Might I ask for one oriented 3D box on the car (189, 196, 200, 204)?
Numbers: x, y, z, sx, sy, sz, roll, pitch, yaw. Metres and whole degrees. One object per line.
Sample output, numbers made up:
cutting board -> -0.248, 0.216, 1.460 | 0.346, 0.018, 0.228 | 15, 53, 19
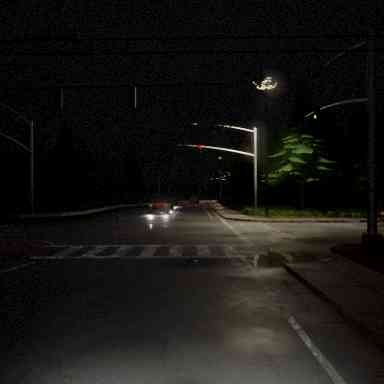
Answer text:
car -> 0.379, 1.691, 65.423 | 1.812, 1.442, 4.674 | 0, 0, 2

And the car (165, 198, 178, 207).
car -> -3.449, 1.729, 57.102 | 1.994, 1.385, 4.181 | 0, 0, 1

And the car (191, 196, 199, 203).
car -> 0.708, 1.631, 75.730 | 1.837, 1.490, 4.892 | 0, 0, 2

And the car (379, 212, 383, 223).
car -> 15.165, 1.484, 22.084 | 5.008, 1.535, 1.882 | 0, 0, 1

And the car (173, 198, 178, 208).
car -> -3.552, 1.632, 47.102 | 2.128, 1.511, 4.902 | 0, 0, 0

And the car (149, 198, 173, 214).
car -> -3.577, 1.468, 37.301 | 2.097, 1.767, 4.553 | 0, 0, 0
